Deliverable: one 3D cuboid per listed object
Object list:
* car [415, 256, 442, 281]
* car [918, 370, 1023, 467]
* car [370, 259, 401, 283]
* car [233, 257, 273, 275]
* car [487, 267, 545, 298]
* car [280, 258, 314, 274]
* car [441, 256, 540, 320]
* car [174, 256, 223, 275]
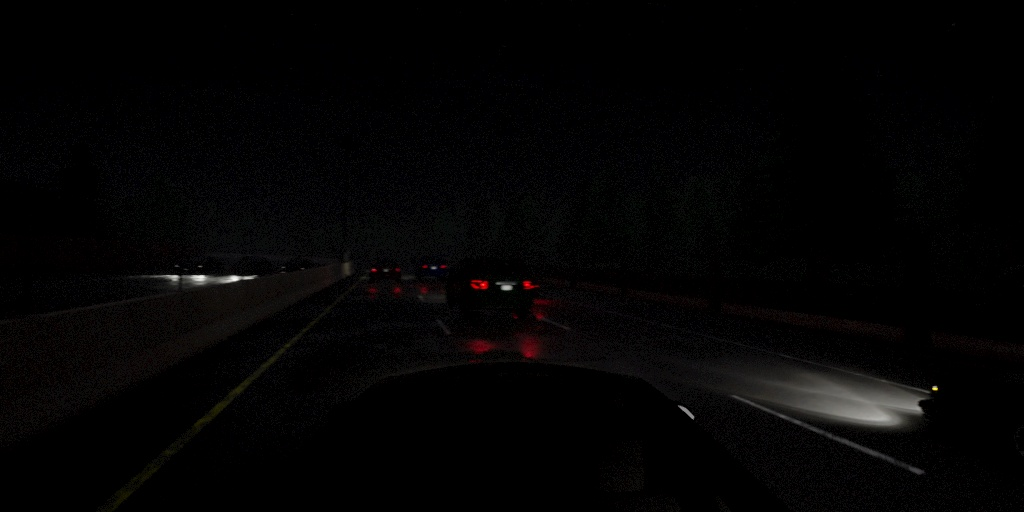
[{"bbox_3d":[-6.966,1.029,30.478,2.150,2.045,5.566,2,-1,-19],"label":"car"},{"bbox_3d":[6.534,1.511,2.100,2.033,1.411,5.357,2,-1,-19],"label":"car"},{"bbox_3d":[-9.566,1.044,27.275,2.097,1.767,4.553,2,-1,-19],"label":"car"},{"bbox_3d":[-22.158,0.812,30.813,2.128,1.511,4.902,2,-1,-20],"label":"car"},{"bbox_3d":[0.081,1.465,20.766,1.812,1.442,4.674,2,-1,-19],"label":"car"},{"bbox_3d":[-18.592,0.918,31.227,1.882,1.535,5.008,2,-1,-20],"label":"car"},{"bbox_3d":[-1.039,1.050,13.331,2.150,2.045,5.566,2,-1,-19],"label":"car"},{"bbox_3d":[-25.267,0.730,29.128,1.812,1.442,4.674,2,-1,-20],"label":"car"}]
